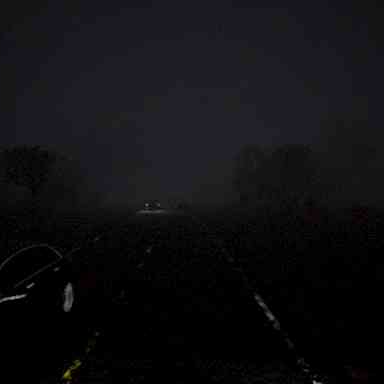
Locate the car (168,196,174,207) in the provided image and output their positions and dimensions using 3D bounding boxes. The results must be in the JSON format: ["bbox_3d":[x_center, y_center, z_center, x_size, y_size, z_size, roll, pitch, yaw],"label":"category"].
[{"bbox_3d":[-2.411,1.747,55.684,2.097,1.767,4.553,0,0,-7],"label":"car"}]

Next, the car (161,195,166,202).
[{"bbox_3d":[-6.643,1.662,79.614,2.150,2.045,5.566,0,0,-10],"label":"car"}]

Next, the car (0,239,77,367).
[{"bbox_3d":[-3.166,1.541,4.775,1.837,1.490,4.892,0,0,-1],"label":"car"}]

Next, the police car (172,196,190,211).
[{"bbox_3d":[-1.363,1.749,45.830,1.930,1.638,5.238,0,0,-5],"label":"police car"}]

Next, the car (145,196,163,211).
[{"bbox_3d":[-5.525,1.690,47.107,2.097,1.767,4.553,0,0,-6],"label":"car"}]

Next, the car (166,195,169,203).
[{"bbox_3d":[-3.151,1.665,61.729,2.150,2.045,5.566,0,0,-7],"label":"car"}]
